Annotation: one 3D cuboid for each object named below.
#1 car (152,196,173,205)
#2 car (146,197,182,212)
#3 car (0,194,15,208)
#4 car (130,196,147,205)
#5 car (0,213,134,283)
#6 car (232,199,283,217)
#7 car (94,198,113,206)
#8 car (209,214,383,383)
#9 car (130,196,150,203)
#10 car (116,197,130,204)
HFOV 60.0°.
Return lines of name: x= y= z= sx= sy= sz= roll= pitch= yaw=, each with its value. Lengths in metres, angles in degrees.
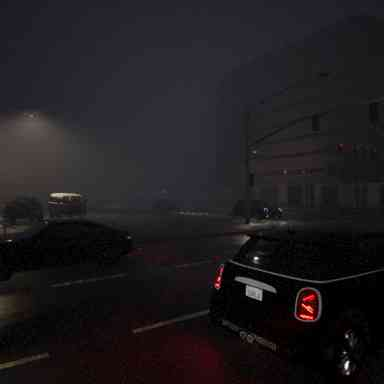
car: x=-5.472 y=1.581 z=61.948 sx=1.812 sy=1.442 sz=4.674 roll=0 pitch=0 yaw=-35
car: x=-3.094 y=1.543 z=40.138 sx=2.128 sy=1.511 sz=4.902 roll=0 pitch=0 yaw=-35
car: x=-31.779 y=1.209 z=56.421 sx=1.932 sy=1.855 sz=4.605 roll=0 pitch=0 yaw=-35
car: x=-8.966 y=1.581 z=60.823 sx=1.812 sy=1.442 sz=4.674 roll=0 pitch=0 yaw=-36
car: x=-3.991 y=1.526 z=9.759 sx=4.674 sy=1.442 sz=1.812 roll=0 pitch=0 yaw=-36
car: x=5.422 y=1.408 z=28.003 sx=2.097 sy=1.767 sz=4.553 roll=0 pitch=0 yaw=-33
car: x=-15.305 y=1.656 z=57.446 sx=1.895 sy=1.301 sz=4.718 roll=0 pitch=0 yaw=-35
car: x=2.554 y=1.352 z=5.625 sx=4.553 sy=1.767 sz=2.097 roll=0 pitch=0 yaw=-35
car: x=-10.986 y=1.601 z=69.677 sx=2.033 sy=1.411 sz=5.357 roll=0 pitch=0 yaw=-35
car: x=-14.023 y=1.619 z=67.943 sx=1.994 sy=1.385 sz=4.181 roll=0 pitch=0 yaw=-35
